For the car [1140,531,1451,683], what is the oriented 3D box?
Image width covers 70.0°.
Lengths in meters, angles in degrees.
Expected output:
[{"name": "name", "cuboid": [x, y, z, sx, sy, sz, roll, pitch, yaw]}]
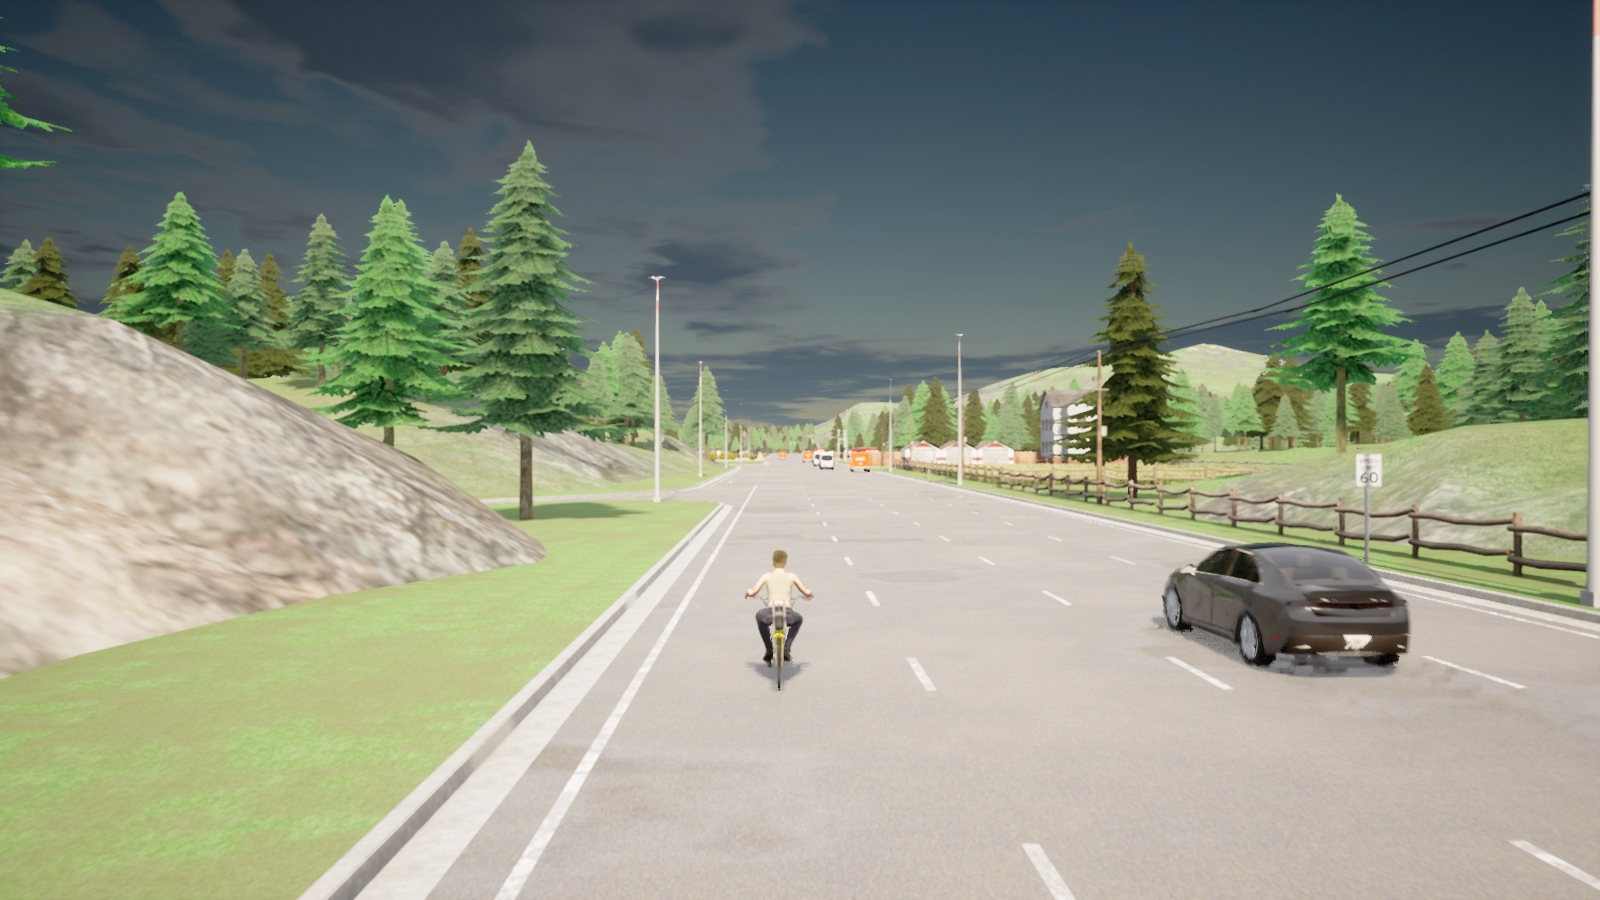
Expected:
[{"name": "car", "cuboid": [6.710, 2.066, 16.239, 2.231, 1.480, 4.892, 0, 0, -1]}]

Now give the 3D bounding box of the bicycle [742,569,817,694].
[{"name": "bicycle", "cuboid": [-0.249, 2.162, 13.860, 0.859, 1.276, 1.487, 0, 0, -1]}]
